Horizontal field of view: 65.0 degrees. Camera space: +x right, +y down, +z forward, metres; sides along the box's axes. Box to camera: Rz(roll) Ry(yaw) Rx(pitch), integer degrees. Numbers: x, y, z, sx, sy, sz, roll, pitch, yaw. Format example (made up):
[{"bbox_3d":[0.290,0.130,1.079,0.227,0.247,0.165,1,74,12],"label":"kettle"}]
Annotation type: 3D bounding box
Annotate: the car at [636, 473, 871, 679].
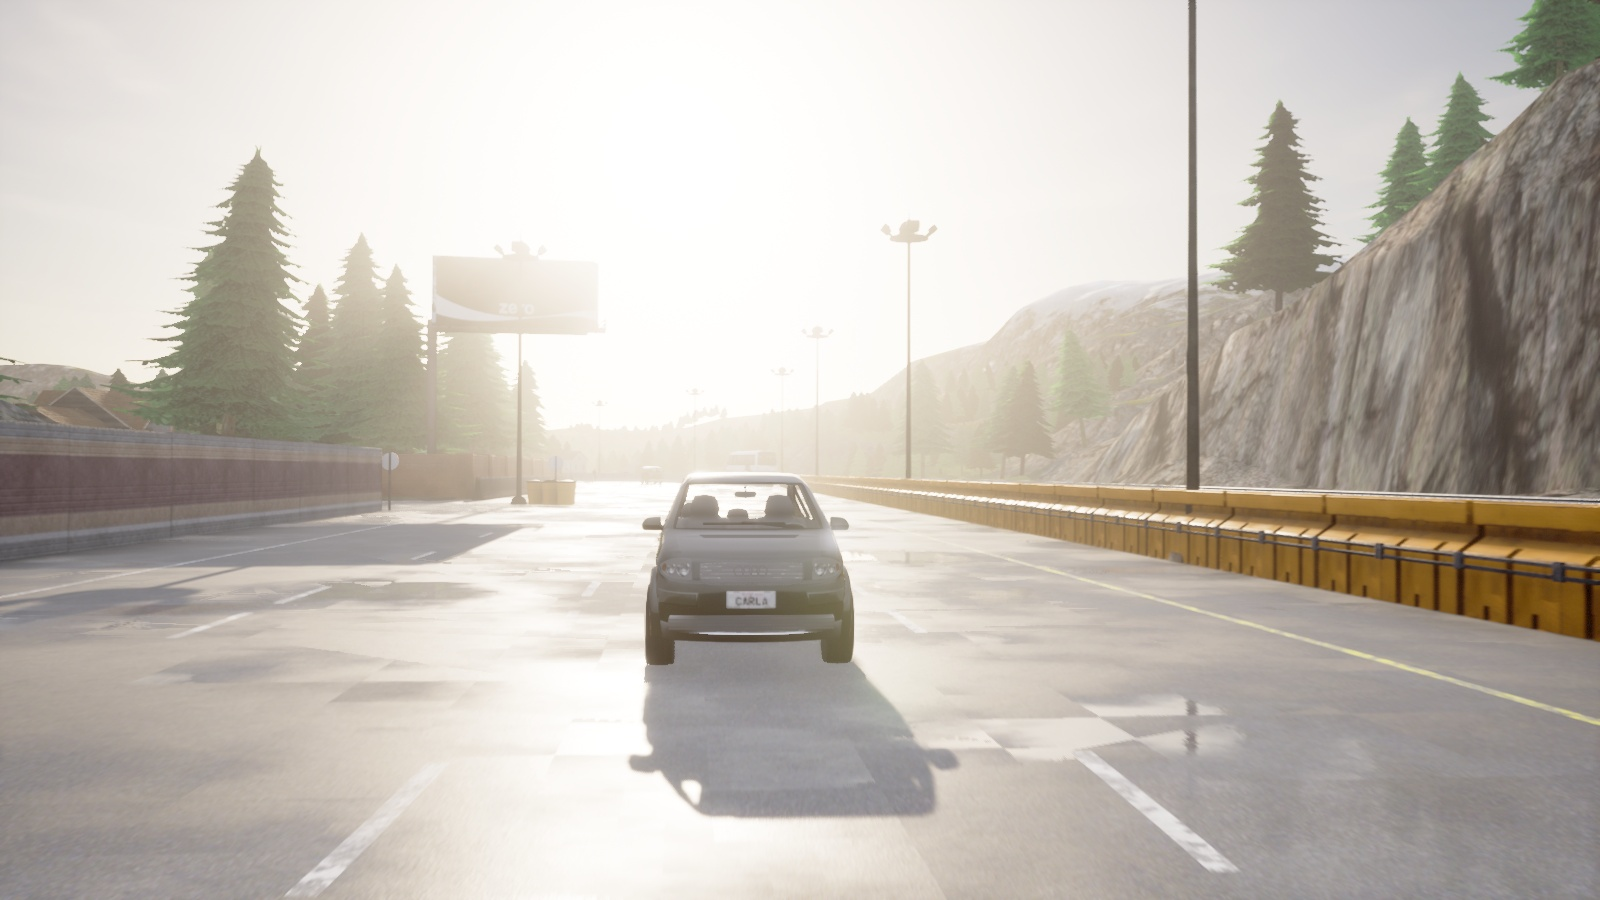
[{"bbox_3d":[-0.509,0.986,11.410,1.789,1.549,3.705,0,-1,-5],"label":"car"}]
